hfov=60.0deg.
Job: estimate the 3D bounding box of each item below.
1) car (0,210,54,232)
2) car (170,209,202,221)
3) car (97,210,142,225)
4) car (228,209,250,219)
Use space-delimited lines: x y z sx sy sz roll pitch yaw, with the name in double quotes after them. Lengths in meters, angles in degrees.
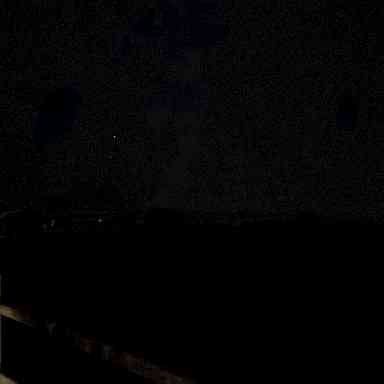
-12.430 2.058 23.964 1.837 1.490 4.892 0 -2 34 "car"
-0.650 2.864 40.527 2.128 1.511 4.902 0 -2 36 "car"
-6.841 2.430 31.877 2.128 1.511 4.902 0 -2 35 "car"
7.349 3.455 51.602 1.837 1.490 4.892 0 -3 36 "car"
